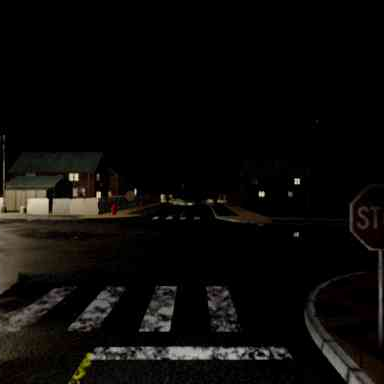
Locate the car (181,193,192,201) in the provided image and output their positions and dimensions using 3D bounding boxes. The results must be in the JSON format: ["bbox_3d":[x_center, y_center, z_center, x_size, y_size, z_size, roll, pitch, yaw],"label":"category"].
[{"bbox_3d":[-1.148,1.036,70.890,2.097,1.767,4.553,0,0,2],"label":"car"}]
